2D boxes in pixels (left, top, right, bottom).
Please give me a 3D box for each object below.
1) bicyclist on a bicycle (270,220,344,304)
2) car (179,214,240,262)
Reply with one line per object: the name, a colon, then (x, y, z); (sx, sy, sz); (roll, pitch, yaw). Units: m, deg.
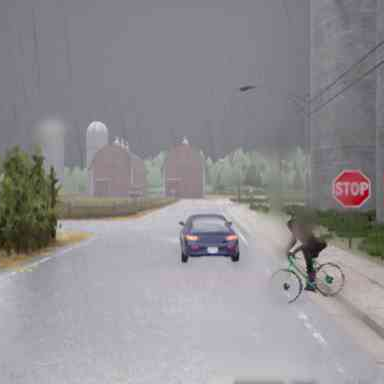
bicyclist on a bicycle: (2.280, 1.367, 6.725); (1.656, 1.620, 0.582); (-5, -5, -12)
car: (0.520, 1.493, 11.856); (1.812, 1.442, 4.674); (0, 0, -2)
